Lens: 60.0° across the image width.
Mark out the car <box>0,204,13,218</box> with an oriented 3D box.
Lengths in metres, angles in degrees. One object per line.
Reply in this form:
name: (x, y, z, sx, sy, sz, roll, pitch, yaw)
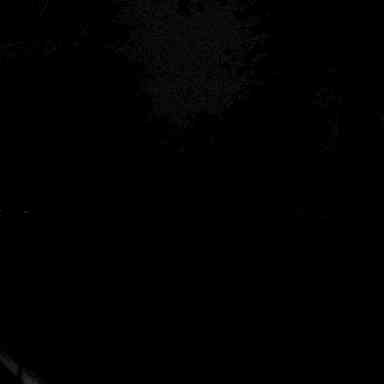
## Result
car: (-18.856, 1.825, 32.479, 1.895, 1.301, 4.718, 0, 0, -19)
